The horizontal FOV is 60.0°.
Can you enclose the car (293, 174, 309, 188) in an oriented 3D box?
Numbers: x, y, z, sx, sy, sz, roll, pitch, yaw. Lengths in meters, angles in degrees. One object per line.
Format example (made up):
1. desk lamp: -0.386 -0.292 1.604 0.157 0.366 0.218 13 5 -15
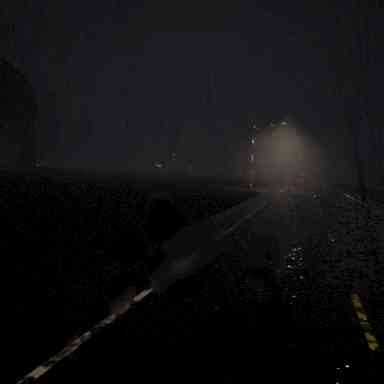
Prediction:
1. car: 17.656 -1.865 54.109 2.150 2.045 5.566 4 4 19
